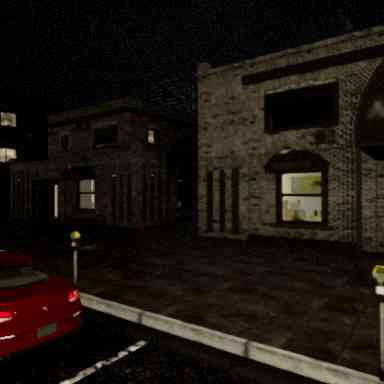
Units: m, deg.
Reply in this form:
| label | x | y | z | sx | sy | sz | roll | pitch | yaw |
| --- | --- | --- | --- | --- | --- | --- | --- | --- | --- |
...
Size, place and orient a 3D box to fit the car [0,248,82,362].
| label | x | y | z | sx | sy | sz | roll | pitch | yaw |
| --- | --- | --- | --- | --- | --- | --- | --- | --- | --- |
| car | -3.506 | 1.581 | 5.374 | 4.206 | 1.307 | 1.802 | 0 | 0 | 35 |
